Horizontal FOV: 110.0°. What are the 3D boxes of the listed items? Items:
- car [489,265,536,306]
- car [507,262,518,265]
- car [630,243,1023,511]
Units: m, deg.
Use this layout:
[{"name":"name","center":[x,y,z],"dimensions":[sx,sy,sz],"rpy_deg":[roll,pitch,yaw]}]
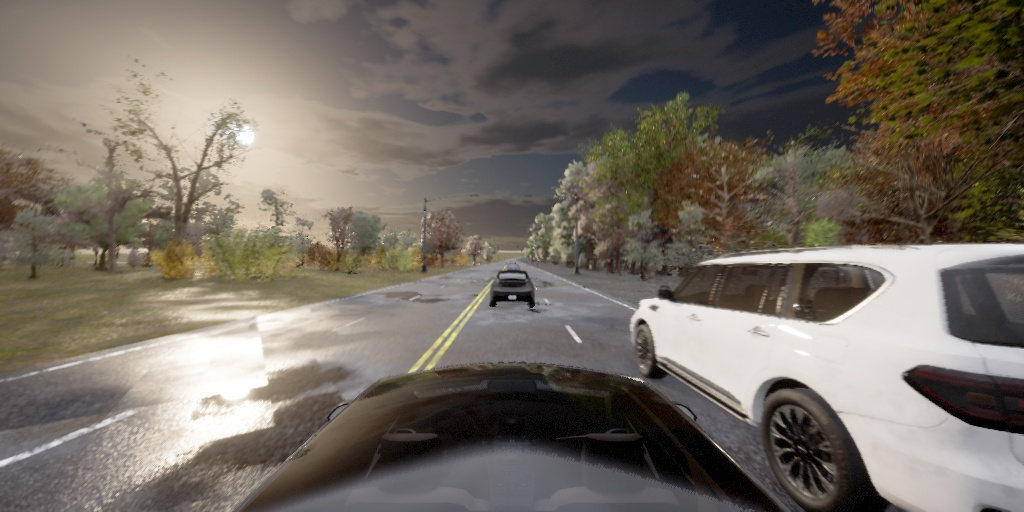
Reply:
[{"name":"car","center":[0.020,1.373,16.436],"dimensions":[1.837,1.490,4.892],"rpy_deg":[0,0,0]},{"name":"car","center":[0.127,1.640,45.863],"dimensions":[2.033,1.411,5.357],"rpy_deg":[0,0,0]},{"name":"car","center":[3.267,0.980,4.303],"dimensions":[2.150,2.045,5.566],"rpy_deg":[1,-2,0]}]
